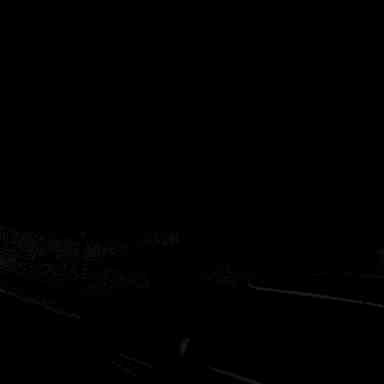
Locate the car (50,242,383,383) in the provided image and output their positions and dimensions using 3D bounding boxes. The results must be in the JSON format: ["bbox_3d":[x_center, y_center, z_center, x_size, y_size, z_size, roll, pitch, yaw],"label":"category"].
[{"bbox_3d":[1.166,1.315,2.237,5.009,1.841,2.192,0,1,35],"label":"car"}]
